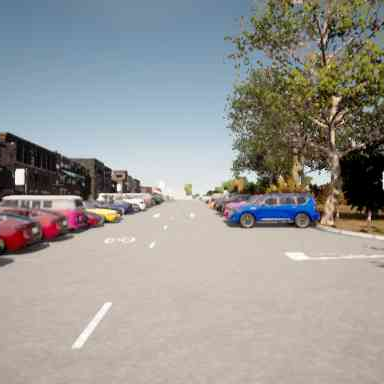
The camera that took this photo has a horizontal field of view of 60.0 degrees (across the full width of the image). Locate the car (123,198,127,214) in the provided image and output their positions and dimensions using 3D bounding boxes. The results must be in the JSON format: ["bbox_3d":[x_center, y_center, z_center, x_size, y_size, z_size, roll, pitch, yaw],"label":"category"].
[{"bbox_3d":[-8.000,1.432,26.123,5.008,1.535,2.097,0,0,0],"label":"car"}]

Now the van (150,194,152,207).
[{"bbox_3d":[-7.878,1.254,42.944,4.442,1.987,1.878,0,0,0],"label":"van"}]

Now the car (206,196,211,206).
[{"bbox_3d":[4.900,1.478,43.041,5.366,1.575,1.946,0,0,0],"label":"car"}]

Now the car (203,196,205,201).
[{"bbox_3d":[5.111,1.577,62.534,5.008,1.535,2.097,0,-1,0],"label":"car"}]

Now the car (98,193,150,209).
[{"bbox_3d":[-7.966,1.209,37.336,5.566,2.045,2.435,0,0,0],"label":"car"}]

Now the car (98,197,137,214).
[{"bbox_3d":[-8.024,1.472,31.731,4.792,1.488,2.163,0,0,0],"label":"car"}]

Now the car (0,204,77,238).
[{"bbox_3d":[-8.024,1.457,14.913,4.792,1.488,2.163,0,0,0],"label":"car"}]

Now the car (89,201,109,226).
[{"bbox_3d":[-7.965,1.459,20.520,4.792,1.488,2.163,0,0,0],"label":"car"}]

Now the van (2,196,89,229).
[{"bbox_3d":[-8.111,1.202,17.716,4.442,1.987,1.878,0,0,0],"label":"van"}]

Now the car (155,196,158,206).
[{"bbox_3d":[-8.022,1.384,51.354,4.553,1.767,2.185,0,0,0],"label":"car"}]

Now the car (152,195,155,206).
[{"bbox_3d":[-7.999,1.491,45.745,4.892,1.521,2.231,0,0,0],"label":"car"}]

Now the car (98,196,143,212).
[{"bbox_3d":[-7.999,1.452,34.528,4.892,1.521,2.231,0,0,0],"label":"car"}]

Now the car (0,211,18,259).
[{"bbox_3d":[-8.000,1.426,9.306,5.008,1.535,2.097,0,0,0],"label":"car"}]

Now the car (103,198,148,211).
[{"bbox_3d":[-8.000,1.470,40.139,5.008,1.535,2.097,0,0,0],"label":"car"}]

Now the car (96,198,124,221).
[{"bbox_3d":[-7.809,1.427,23.323,5.366,1.575,1.946,0,0,0],"label":"car"}]

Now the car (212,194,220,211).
[{"bbox_3d":[5.057,1.193,31.902,5.566,2.045,2.435,0,0,0],"label":"car"}]

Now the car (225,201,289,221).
[{"bbox_3d":[5.082,1.474,26.454,4.674,1.452,2.002,0,0,0],"label":"car"}]

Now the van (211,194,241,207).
[{"bbox_3d":[5.206,1.285,51.399,4.442,1.987,1.878,0,0,0],"label":"van"}]

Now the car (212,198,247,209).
[{"bbox_3d":[5.084,1.531,45.826,4.674,1.452,2.002,0,0,0],"label":"car"}]

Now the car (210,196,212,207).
[{"bbox_3d":[5.079,1.472,40.255,5.008,1.535,2.097,0,0,0],"label":"car"}]

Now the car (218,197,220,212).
[{"bbox_3d":[5.080,1.439,29.115,5.008,1.535,2.097,0,0,0],"label":"car"}]

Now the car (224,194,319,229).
[{"bbox_3d":[5.057,1.179,20.885,5.566,2.045,2.435,0,0,0],"label":"car"}]

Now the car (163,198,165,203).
[{"bbox_3d":[-7.945,1.326,62.566,5.566,2.045,2.435,0,0,0],"label":"car"}]

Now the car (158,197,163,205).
[{"bbox_3d":[-7.959,1.272,54.156,5.566,2.045,2.435,0,0,0],"label":"car"}]

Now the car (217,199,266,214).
[{"bbox_3d":[5.114,1.482,34.685,4.792,1.488,2.163,0,0,0],"label":"car"}]

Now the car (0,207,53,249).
[{"bbox_3d":[-8.024,1.456,12.110,4.792,1.488,2.163,0,0,0],"label":"car"}]

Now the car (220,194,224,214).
[{"bbox_3d":[5.056,1.180,23.547,5.566,2.045,2.435,0,0,0],"label":"car"}]
